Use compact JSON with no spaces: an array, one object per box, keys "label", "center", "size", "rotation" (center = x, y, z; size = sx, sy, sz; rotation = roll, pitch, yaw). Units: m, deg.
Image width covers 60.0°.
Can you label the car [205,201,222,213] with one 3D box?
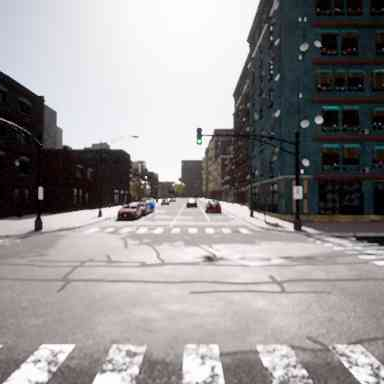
[{"label":"car","center":[2.699,1.801,42.365],"size":[1.967,1.590,4.097],"rotation":[1,0,0]}]

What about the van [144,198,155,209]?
[{"label":"van","center":[-5.679,1.702,42.304],"size":[1.690,1.788,3.998],"rotation":[1,0,0]}]

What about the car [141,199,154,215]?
[{"label":"car","center":[-5.682,1.857,36.615],"size":[1.887,1.381,4.507],"rotation":[1,0,0]}]

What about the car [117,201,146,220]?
[{"label":"car","center":[-5.758,1.809,30.934],"size":[1.887,1.381,4.507],"rotation":[1,0,0]}]

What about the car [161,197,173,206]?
[{"label":"car","center":[-5.688,2.186,70.734],"size":[1.802,1.307,4.206],"rotation":[1,0,0]}]

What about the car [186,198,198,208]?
[{"label":"car","center":[-0.009,2.068,59.020],"size":[1.994,1.385,4.181],"rotation":[0,0,0]}]

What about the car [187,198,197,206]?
[{"label":"car","center":[-0.011,2.079,69.029],"size":[2.128,1.511,4.902],"rotation":[0,0,0]}]
